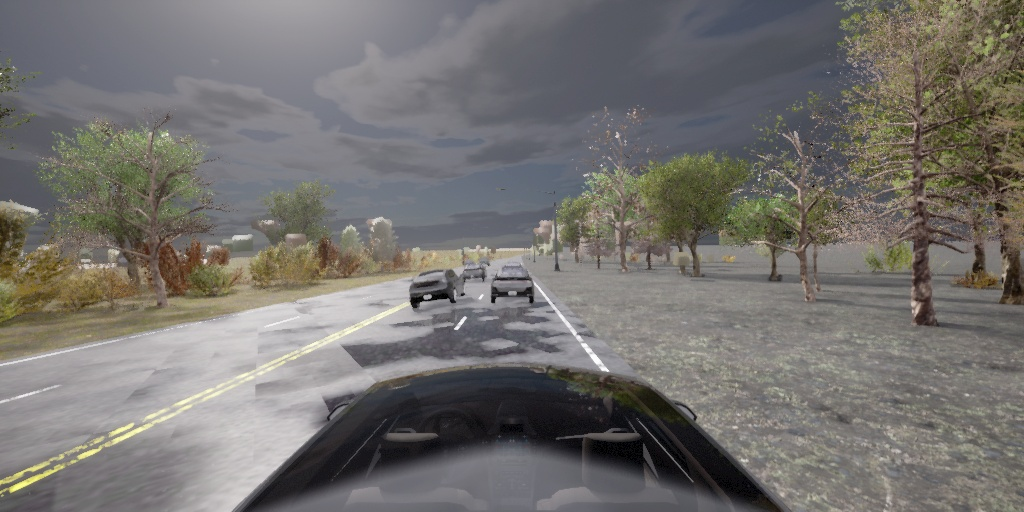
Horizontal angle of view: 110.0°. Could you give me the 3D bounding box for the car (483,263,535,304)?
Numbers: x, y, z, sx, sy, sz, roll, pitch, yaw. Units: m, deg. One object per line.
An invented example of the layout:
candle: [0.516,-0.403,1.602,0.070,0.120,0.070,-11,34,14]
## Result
car: [0.022,1.237,16.413,2.128,1.511,4.902,0,0,0]

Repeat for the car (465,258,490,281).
car: [-3.215,1.376,31.407,2.128,1.511,4.902,-5,1,0]

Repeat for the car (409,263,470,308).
car: [-3.323,1.360,16.424,1.837,1.490,4.892,-8,0,0]
